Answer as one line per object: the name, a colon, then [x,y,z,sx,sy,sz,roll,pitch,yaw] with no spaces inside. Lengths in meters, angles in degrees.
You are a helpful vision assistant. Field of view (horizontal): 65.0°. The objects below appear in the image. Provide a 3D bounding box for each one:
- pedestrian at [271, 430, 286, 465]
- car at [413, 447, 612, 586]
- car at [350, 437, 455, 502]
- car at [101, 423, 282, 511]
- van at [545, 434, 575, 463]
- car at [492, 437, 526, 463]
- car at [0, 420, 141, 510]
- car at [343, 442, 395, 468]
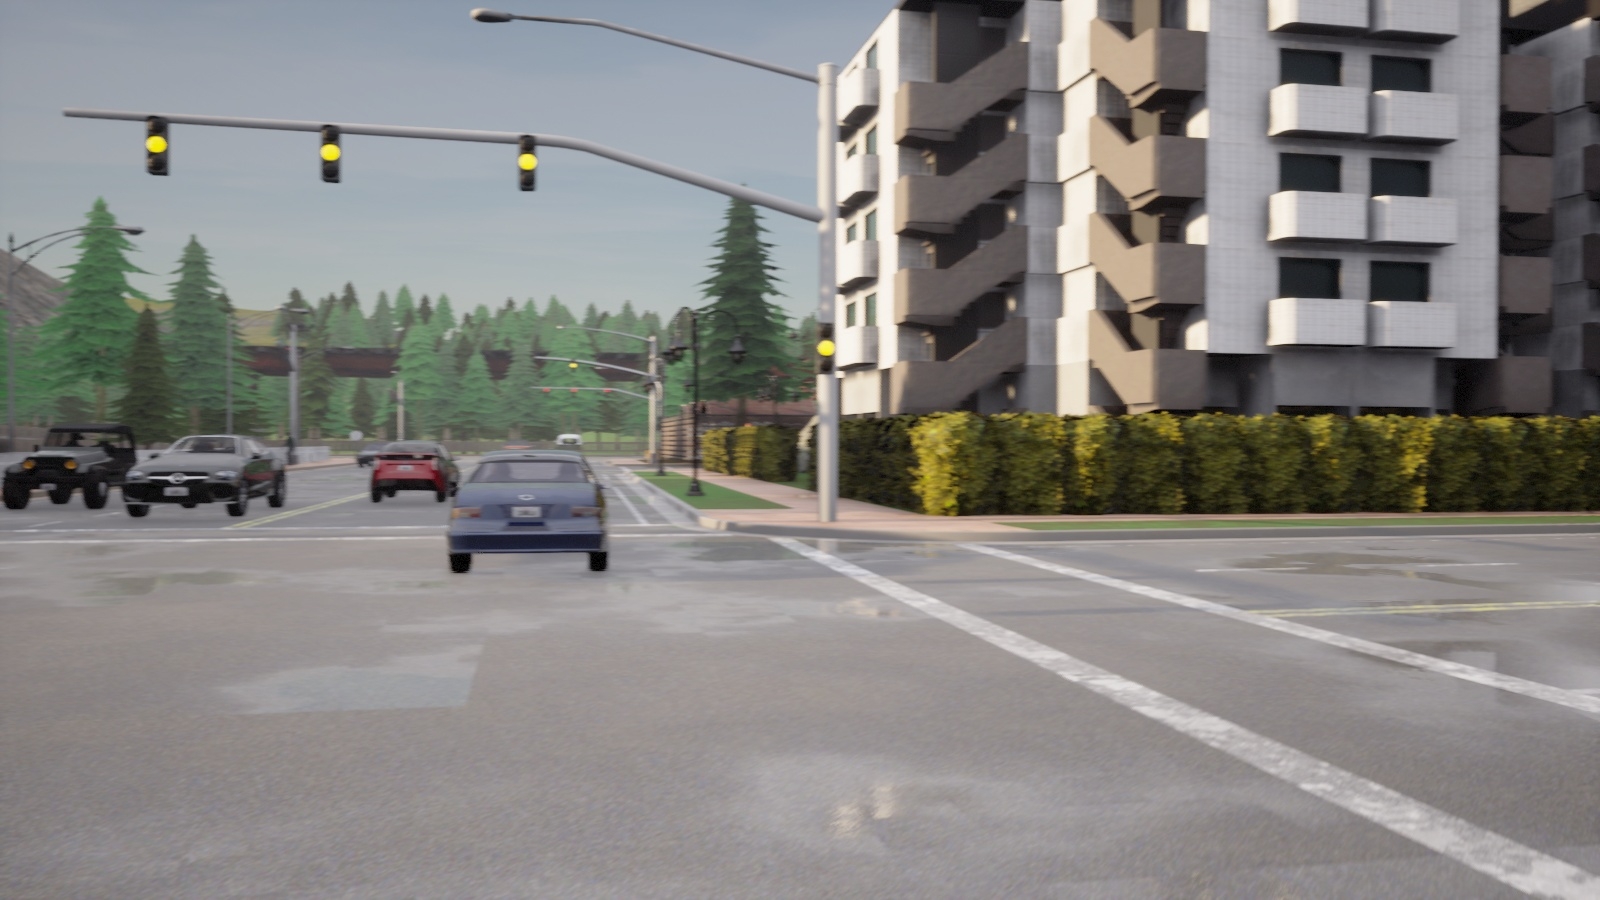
pedestrian: [-27.759,-0.125,66.844,0.353,1.847,0.614,0,0,28]
car: [-3.481,0.684,15.794,2.033,1.411,5.357,0,0,-10]
car: [-10.031,0.456,32.013,2.007,1.525,4.514,0,0,-10]
car: [-12.530,0.309,26.269,2.152,1.651,5.027,0,0,-10]
van: [-17.291,-0.146,90.692,2.069,2.038,4.480,0,0,-11]
car: [-20.261,-0.007,87.489,2.097,1.767,4.553,0,0,-10]
car: [-16.427,0.295,28.103,1.905,1.878,3.866,0,0,-10]
car: [-24.362,0.256,71.124,2.033,1.411,5.357,0,0,-10]
